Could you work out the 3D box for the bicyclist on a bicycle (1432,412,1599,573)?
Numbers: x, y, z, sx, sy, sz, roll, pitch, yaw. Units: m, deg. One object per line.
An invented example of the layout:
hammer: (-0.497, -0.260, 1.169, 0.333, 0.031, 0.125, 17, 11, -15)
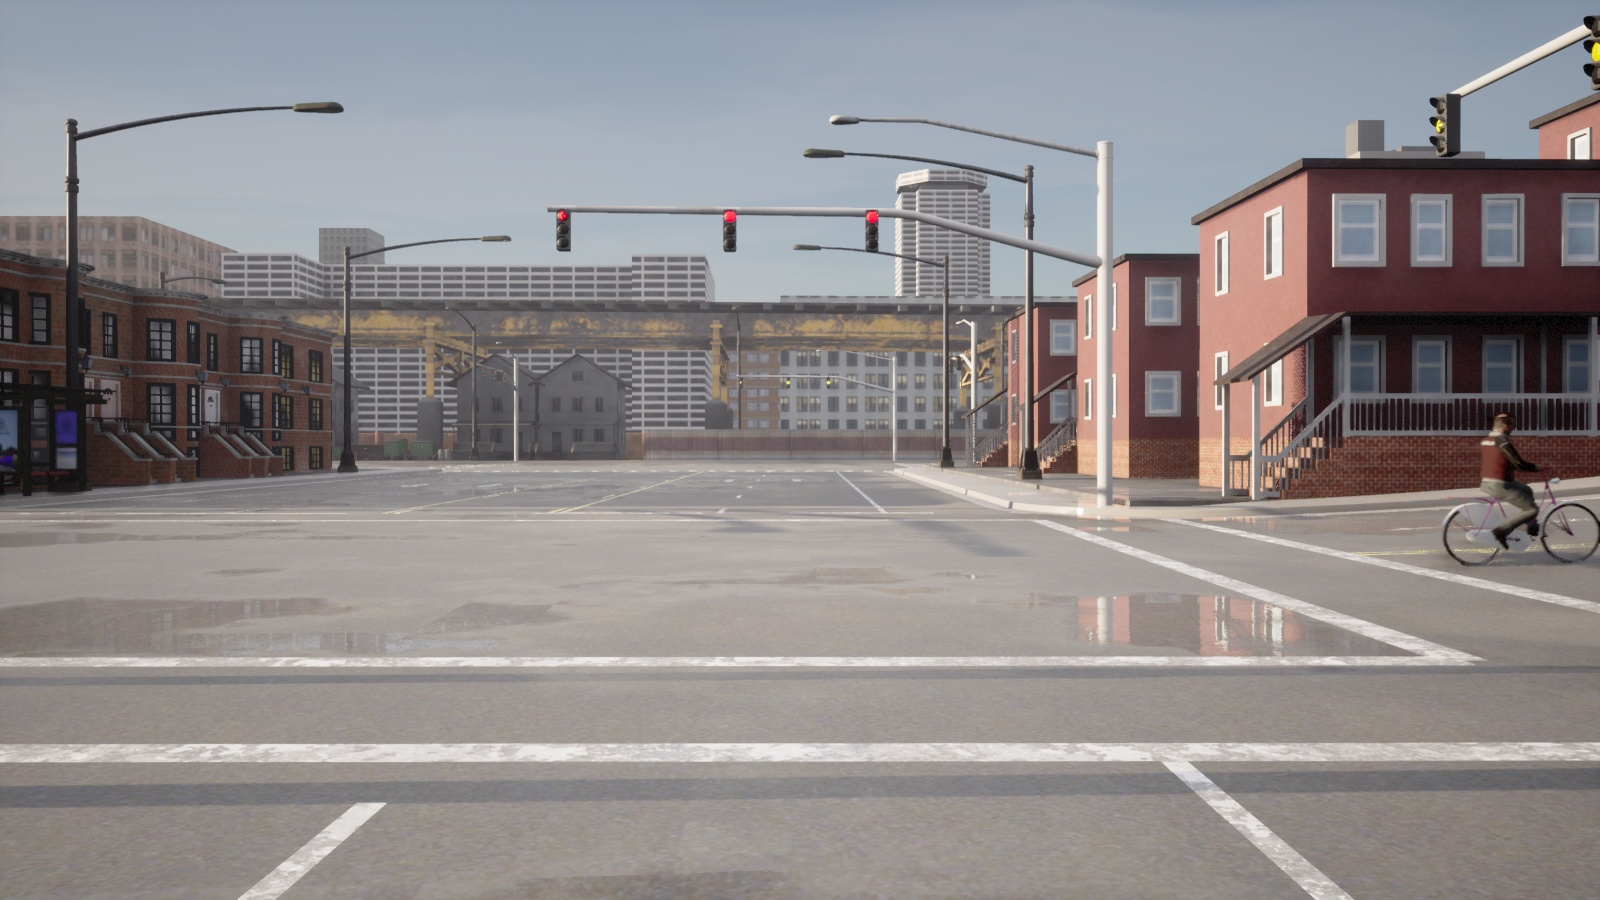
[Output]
bicyclist on a bicycle: (8.427, 0.473, 14.529, 1.843, 1.776, 0.659, -2, 0, 0)
